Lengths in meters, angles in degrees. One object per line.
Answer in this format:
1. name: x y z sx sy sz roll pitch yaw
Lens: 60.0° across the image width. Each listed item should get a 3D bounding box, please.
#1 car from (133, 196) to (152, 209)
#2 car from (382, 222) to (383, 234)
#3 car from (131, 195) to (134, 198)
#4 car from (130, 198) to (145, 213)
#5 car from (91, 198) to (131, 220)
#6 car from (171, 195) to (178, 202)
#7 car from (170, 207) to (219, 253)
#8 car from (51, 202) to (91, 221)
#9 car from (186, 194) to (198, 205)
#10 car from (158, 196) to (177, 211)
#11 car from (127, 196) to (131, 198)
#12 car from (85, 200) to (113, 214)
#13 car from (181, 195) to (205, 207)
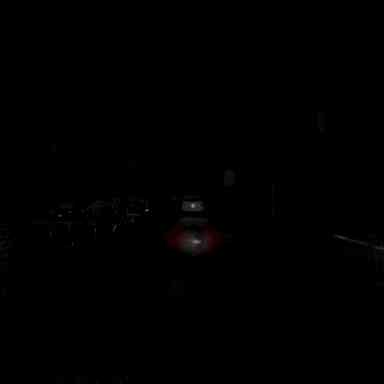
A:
1. car: -7.014 1.617 49.077 1.882 1.535 5.008 0 0 0
2. car: 12.006 1.424 16.560 4.553 1.767 2.097 0 0 -3
3. car: -10.529 1.413 58.160 2.097 1.767 4.553 0 1 0
4. car: -7.037 1.723 38.611 1.994 1.385 4.181 0 0 1
5. car: -7.088 1.604 29.624 1.882 1.535 5.008 0 0 0
6. car: -3.941 1.428 69.867 2.033 1.411 5.357 0 1 -8
7. car: 0.096 1.585 13.906 1.812 1.442 4.674 0 0 0
8. car: -10.591 1.649 28.995 1.812 1.442 4.674 0 0 0
9. car: -0.061 1.380 60.880 2.097 1.767 4.553 0 1 -1
10. car: -3.412 1.683 44.352 1.812 1.442 4.674 0 0 0
11. car: -10.514 1.622 47.969 1.882 1.535 5.008 0 0 0
12. car: -10.543 1.683 38.084 1.812 1.442 4.674 0 0 1
13. car: 0.091 1.366 33.769 2.150 2.045 5.566 0 0 0
